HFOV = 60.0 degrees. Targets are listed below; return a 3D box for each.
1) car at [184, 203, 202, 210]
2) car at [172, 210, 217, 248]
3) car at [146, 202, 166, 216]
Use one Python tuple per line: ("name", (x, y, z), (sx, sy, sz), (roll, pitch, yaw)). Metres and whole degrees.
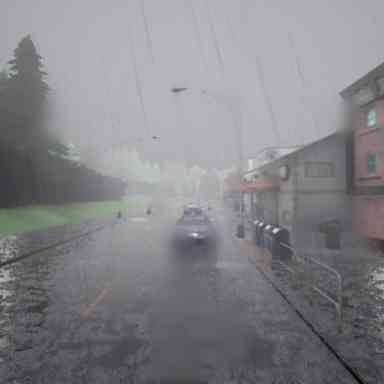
("car", (0.087, 1.912, 34.683), (1.812, 1.442, 4.674), (0, 0, 0))
("car", (0.095, 1.739, 15.625), (1.994, 1.385, 4.181), (0, -1, 0))
("car", (-4.095, 1.919, 38.341), (2.128, 1.511, 4.902), (0, -1, 0))
